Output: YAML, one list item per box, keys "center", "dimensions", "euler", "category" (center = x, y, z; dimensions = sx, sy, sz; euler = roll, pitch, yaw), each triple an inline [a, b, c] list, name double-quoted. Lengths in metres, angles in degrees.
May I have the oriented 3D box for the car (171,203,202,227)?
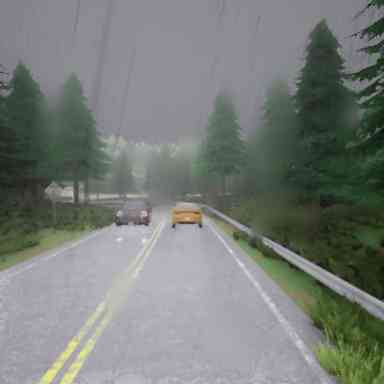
- center: [-0.375, 1.445, 22.401]
  dimensions: [1.882, 1.535, 5.008]
  euler: [0, 0, -2]
  category: "car"

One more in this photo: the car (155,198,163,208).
- center: [-5.693, 1.516, 45.770]
  dimensions: [1.994, 1.385, 4.181]
  euler: [-3, 1, -30]
  category: "car"

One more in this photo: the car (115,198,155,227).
- center: [-3.840, 1.329, 22.516]
  dimensions: [2.097, 1.767, 4.553]
  euler: [0, 0, -3]
  category: "car"
